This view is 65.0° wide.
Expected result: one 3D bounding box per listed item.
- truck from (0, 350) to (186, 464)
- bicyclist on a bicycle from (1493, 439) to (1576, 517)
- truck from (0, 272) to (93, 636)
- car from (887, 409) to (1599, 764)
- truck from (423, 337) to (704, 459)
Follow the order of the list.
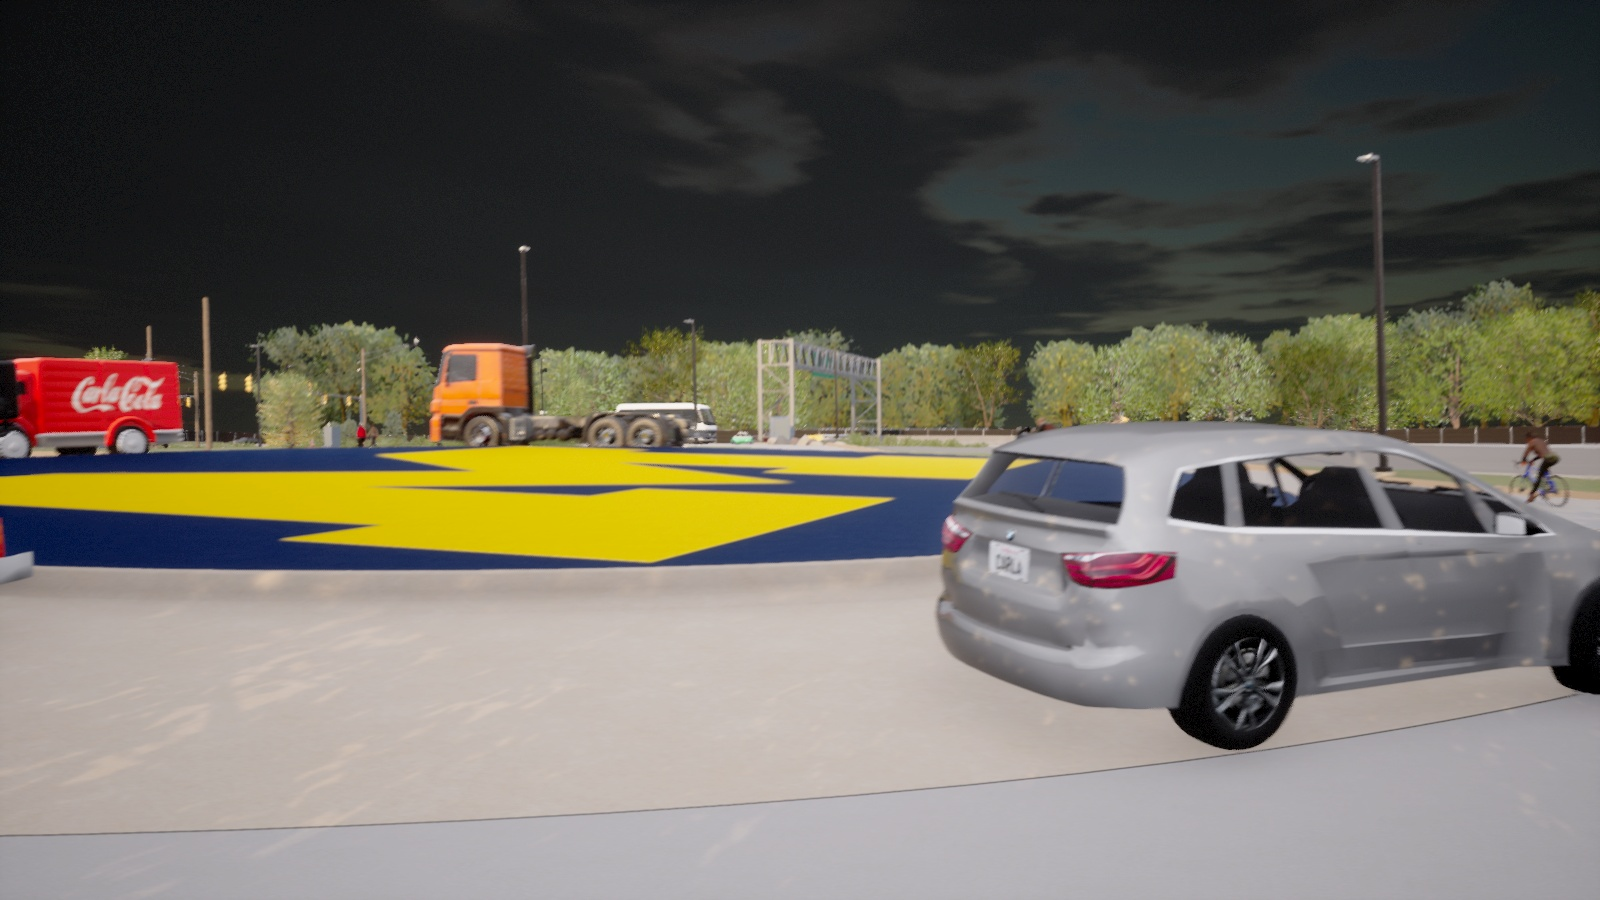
[{"bbox_3d":[-17.683,-0.987,29.521,2.627,2.467,5.204,0,2,29],"label":"truck"},{"bbox_3d":[15.871,0.581,27.169,0.582,1.620,1.656,-2,0,-10],"label":"bicyclist on a bicycle"},{"bbox_3d":[-8.121,0.054,8.688,5.204,2.467,2.627,1,6,17],"label":"truck"},{"bbox_3d":[3.142,0.615,8.093,4.611,1.667,2.242,-1,4,-24],"label":"car"},{"bbox_3d":[-7.168,-1.572,38.564,7.936,3.462,2.891,1,1,8],"label":"truck"}]
